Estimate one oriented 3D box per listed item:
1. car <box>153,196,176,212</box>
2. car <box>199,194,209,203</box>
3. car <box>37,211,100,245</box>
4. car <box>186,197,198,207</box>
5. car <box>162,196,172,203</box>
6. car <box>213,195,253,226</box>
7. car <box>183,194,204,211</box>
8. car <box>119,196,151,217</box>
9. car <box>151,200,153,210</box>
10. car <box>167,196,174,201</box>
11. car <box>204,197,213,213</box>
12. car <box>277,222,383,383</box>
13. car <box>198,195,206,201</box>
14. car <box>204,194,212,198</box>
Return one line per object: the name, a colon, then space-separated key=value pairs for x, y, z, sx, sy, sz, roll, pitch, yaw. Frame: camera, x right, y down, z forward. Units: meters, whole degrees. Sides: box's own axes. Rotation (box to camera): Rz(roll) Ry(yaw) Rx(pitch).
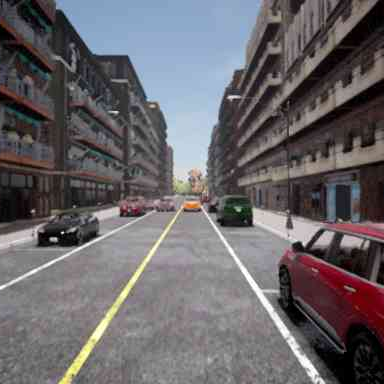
car: x=-3.085 y=1.414 z=39.760 sx=2.097 sy=1.767 sz=4.553 roll=0 pitch=0 yaw=0
car: x=2.710 y=1.443 z=77.055 sx=2.192 sy=1.841 sz=5.009 roll=1 pitch=0 yaw=0
car: x=-5.679 y=1.590 z=15.842 sx=1.947 sy=1.339 sz=4.313 roll=1 pitch=0 yaw=0
car: x=0.006 y=1.566 z=54.951 sx=1.882 sy=1.535 sz=5.008 roll=0 pitch=0 yaw=0
car: x=-5.673 y=1.679 z=77.088 sx=2.008 sy=1.369 sz=4.403 roll=1 pitch=0 yaw=0
car: x=3.002 y=1.262 z=24.109 sx=2.150 sy=2.045 sz=5.566 roll=0 pitch=0 yaw=0
car: x=0.046 y=1.418 z=41.343 sx=2.097 sy=1.767 sz=4.553 roll=0 pitch=0 yaw=1
car: x=-5.674 y=1.366 z=32.545 sx=2.192 sy=1.841 sz=5.009 roll=1 pitch=0 yaw=0
car: x=-5.677 y=1.651 z=43.681 sx=1.802 sy=1.307 sz=4.206 roll=1 pitch=0 yaw=0
car: x=-5.672 y=1.675 z=88.055 sx=1.752 sy=1.417 sz=4.829 roll=1 pitch=0 yaw=0
car: x=2.703 y=1.625 z=38.079 sx=1.947 sy=1.339 sz=4.313 roll=1 pitch=0 yaw=0
car: x=2.704 y=1.322 z=4.672 sx=2.192 sy=1.841 sz=5.009 roll=1 pitch=0 yaw=0
car: x=2.709 y=1.589 z=88.191 sx=1.967 sy=1.590 sz=4.097 roll=1 pitch=0 yaw=0
car: x=2.708 y=1.412 z=60.351 sx=2.192 sy=1.841 sz=5.009 roll=1 pitch=0 yaw=0
